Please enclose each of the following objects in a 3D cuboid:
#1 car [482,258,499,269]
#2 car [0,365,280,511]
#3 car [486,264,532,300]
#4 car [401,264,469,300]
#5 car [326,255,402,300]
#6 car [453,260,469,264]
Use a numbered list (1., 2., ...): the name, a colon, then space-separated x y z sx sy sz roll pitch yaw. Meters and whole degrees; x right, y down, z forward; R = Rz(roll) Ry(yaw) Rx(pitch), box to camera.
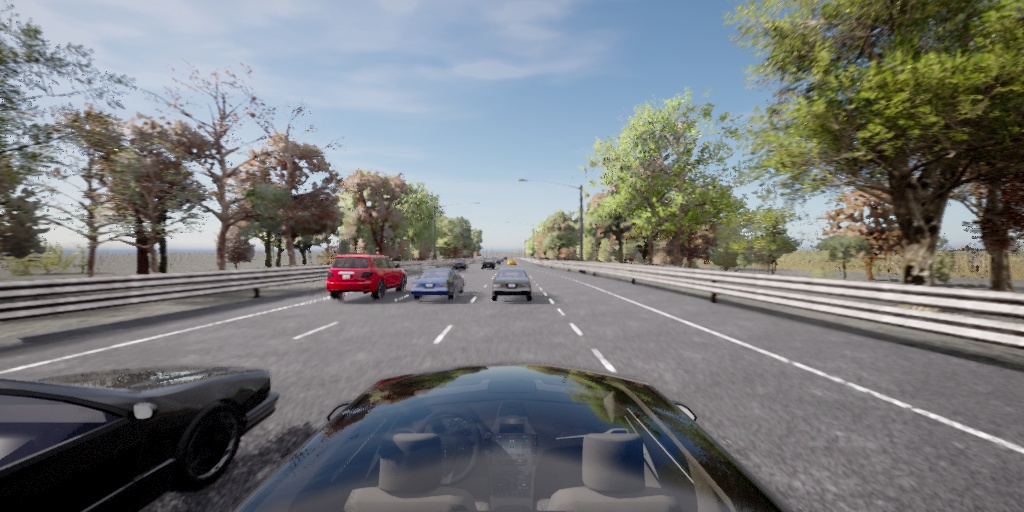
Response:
1. car: -3.522 1.242 55.446 1.882 1.535 5.008 0 0 0
2. car: -3.501 1.297 1.493 2.033 1.411 5.357 0 0 0
3. car: -0.008 1.297 17.630 2.033 1.411 5.357 0 0 0
4. car: -3.508 1.297 17.690 2.033 1.411 5.357 0 0 0
5. car: -7.008 0.971 17.834 2.150 2.045 5.566 0 0 0
6. car: -7.019 1.265 49.440 1.837 1.490 4.892 0 0 0
